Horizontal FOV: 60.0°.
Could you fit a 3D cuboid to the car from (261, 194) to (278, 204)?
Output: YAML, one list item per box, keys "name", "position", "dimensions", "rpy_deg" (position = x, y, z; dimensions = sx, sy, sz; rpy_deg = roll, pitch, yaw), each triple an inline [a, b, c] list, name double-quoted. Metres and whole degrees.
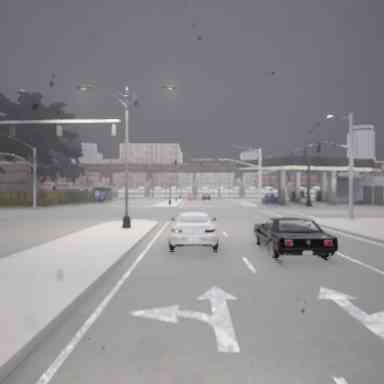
- name: "car"
  position: [13.208, 1.193, 56.495]
  dimensions: [2.242, 1.667, 4.611]
  rpy_deg: [0, 0, 0]

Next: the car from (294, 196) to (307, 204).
- name: "car"
  position: [18.953, 1.353, 57.257]
  dimensions: [1.970, 1.475, 3.806]
  rpy_deg: [0, 0, 0]

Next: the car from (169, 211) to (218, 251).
- name: "car"
  position: [0.070, 1.501, 13.769]
  dimensions: [1.812, 1.442, 4.674]
  rpy_deg: [0, 0, 0]

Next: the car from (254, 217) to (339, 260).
- name: "car"
  position: [3.559, 1.578, 12.388]
  dimensions: [1.895, 1.301, 4.718]
  rpy_deg: [0, 0, 0]

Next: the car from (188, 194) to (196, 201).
- name: "car"
  position: [-0.003, 1.198, 81.139]
  dimensions: [2.097, 1.767, 4.553]
  rpy_deg: [0, 0, 0]

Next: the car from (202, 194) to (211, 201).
- name: "car"
  position: [3.497, 1.197, 81.140]
  dimensions: [2.097, 1.767, 4.553]
  rpy_deg: [0, 0, 0]
